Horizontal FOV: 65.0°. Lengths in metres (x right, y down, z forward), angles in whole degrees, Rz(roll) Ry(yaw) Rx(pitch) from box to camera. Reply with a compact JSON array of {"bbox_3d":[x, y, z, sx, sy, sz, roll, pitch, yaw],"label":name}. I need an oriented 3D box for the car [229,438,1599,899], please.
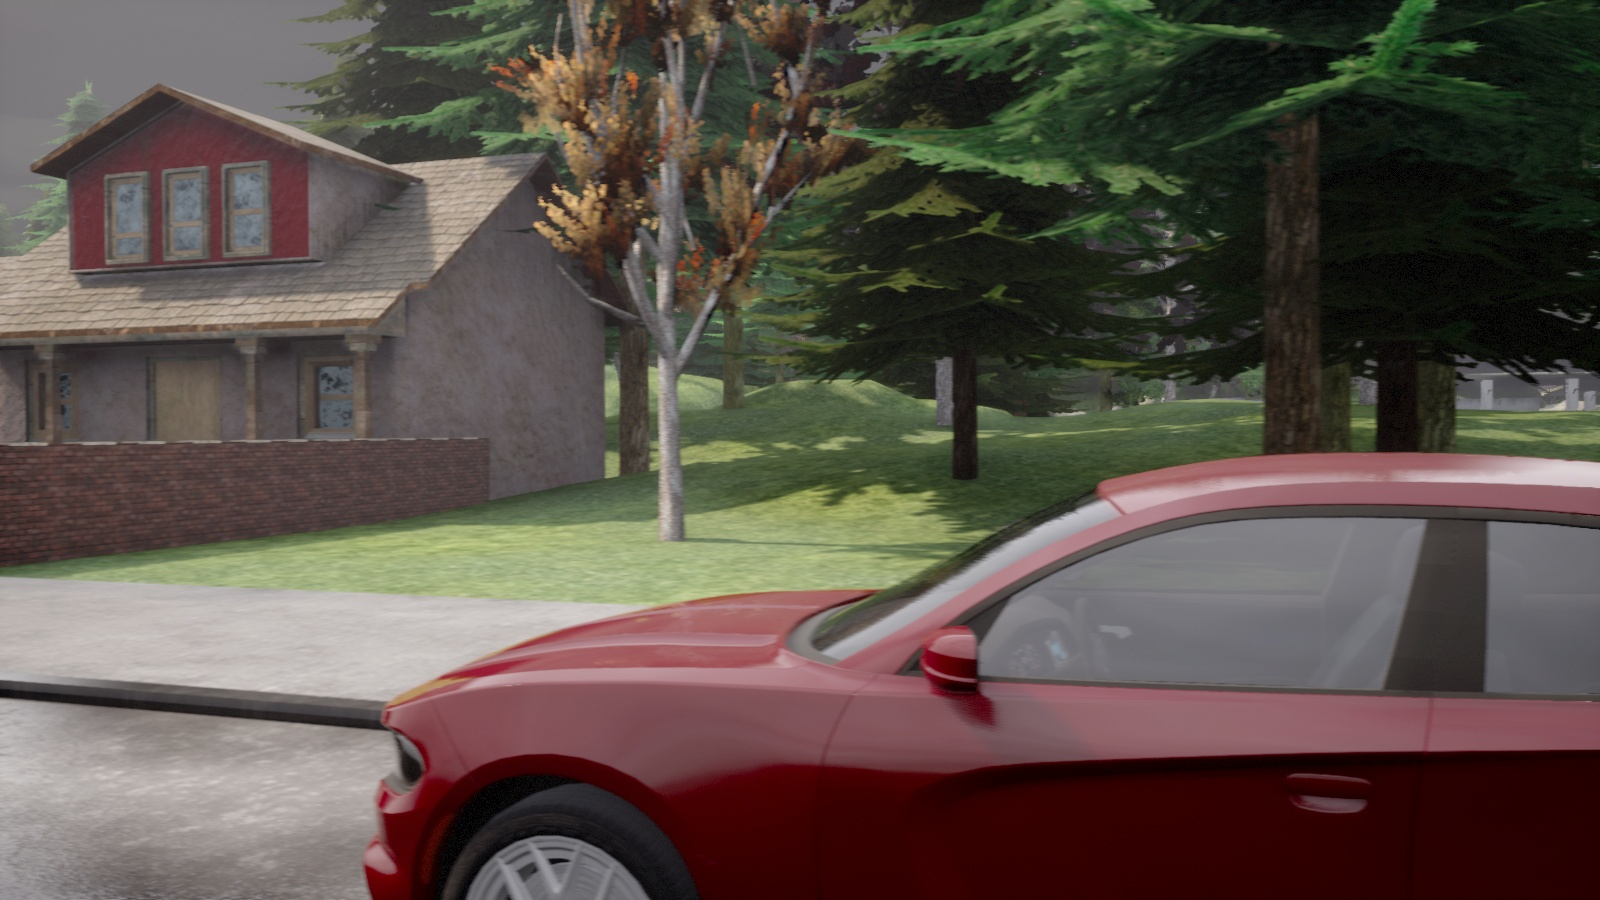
[{"bbox_3d":[1.214,0.756,3.312,5.008,1.535,1.882,1,1,19],"label":"car"}]
